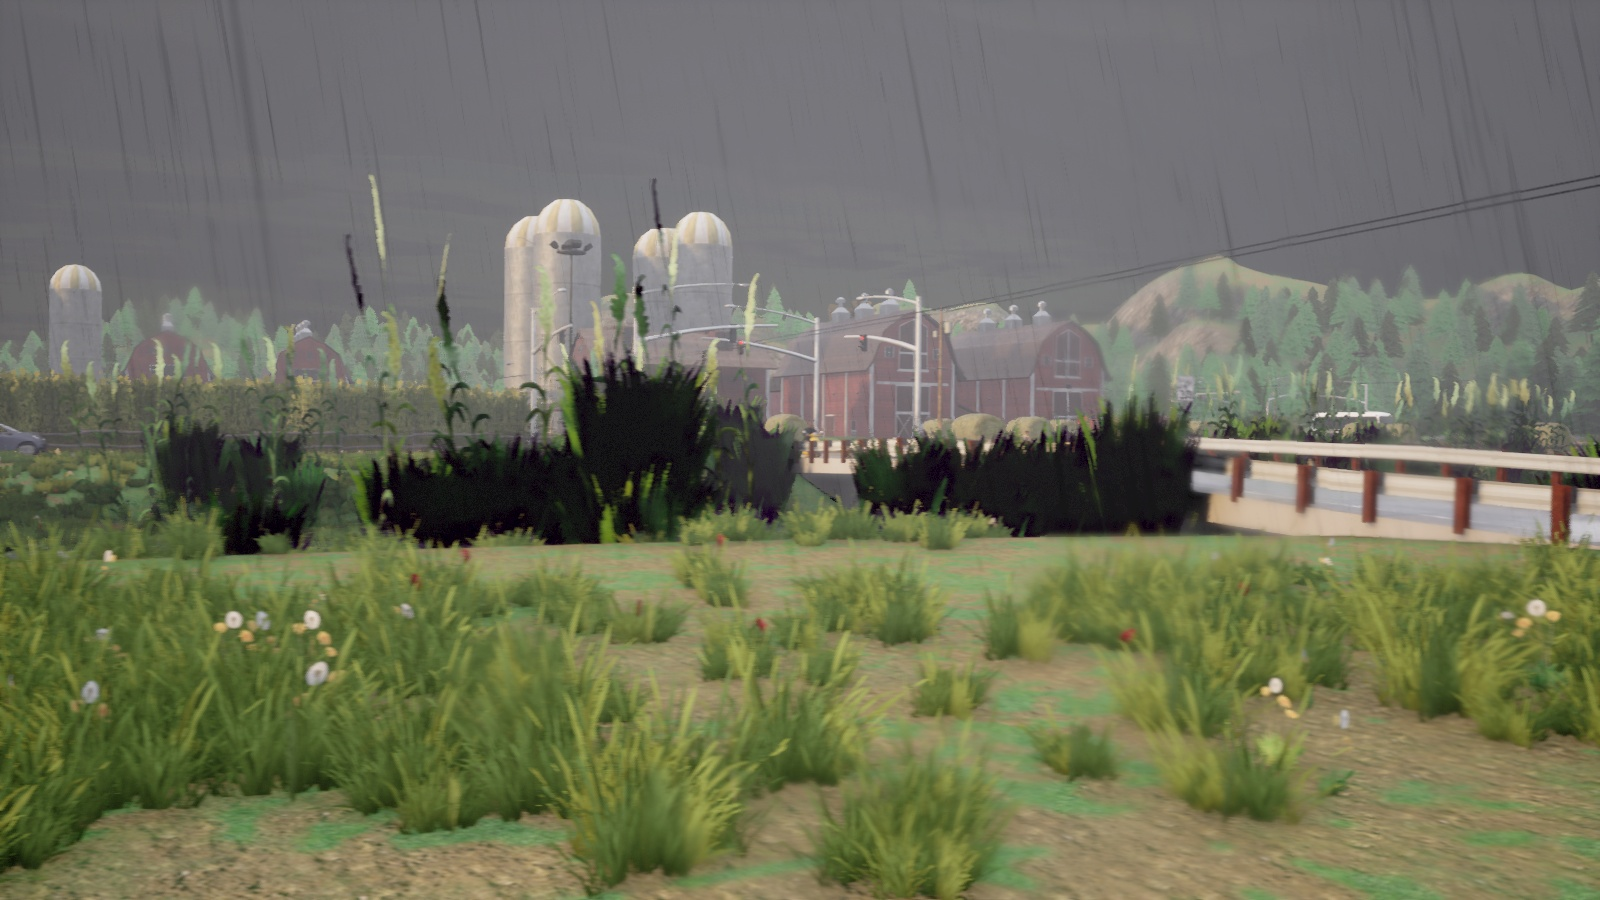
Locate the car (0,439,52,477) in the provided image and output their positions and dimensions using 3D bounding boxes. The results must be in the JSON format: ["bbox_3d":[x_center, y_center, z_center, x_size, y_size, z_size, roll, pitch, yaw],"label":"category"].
[{"bbox_3d":[-32.841,0.325,51.442,3.633,1.501,1.845,-1,1,-27],"label":"car"}]

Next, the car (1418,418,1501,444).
[{"bbox_3d":[43.246,-1.264,82.286,5.027,1.651,2.152,-1,1,-24],"label":"car"}]

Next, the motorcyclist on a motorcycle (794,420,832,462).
[{"bbox_3d":[0.498,-0.347,49.872,0.866,1.590,1.817,-1,-2,-21],"label":"motorcyclist on a motorcycle"}]
